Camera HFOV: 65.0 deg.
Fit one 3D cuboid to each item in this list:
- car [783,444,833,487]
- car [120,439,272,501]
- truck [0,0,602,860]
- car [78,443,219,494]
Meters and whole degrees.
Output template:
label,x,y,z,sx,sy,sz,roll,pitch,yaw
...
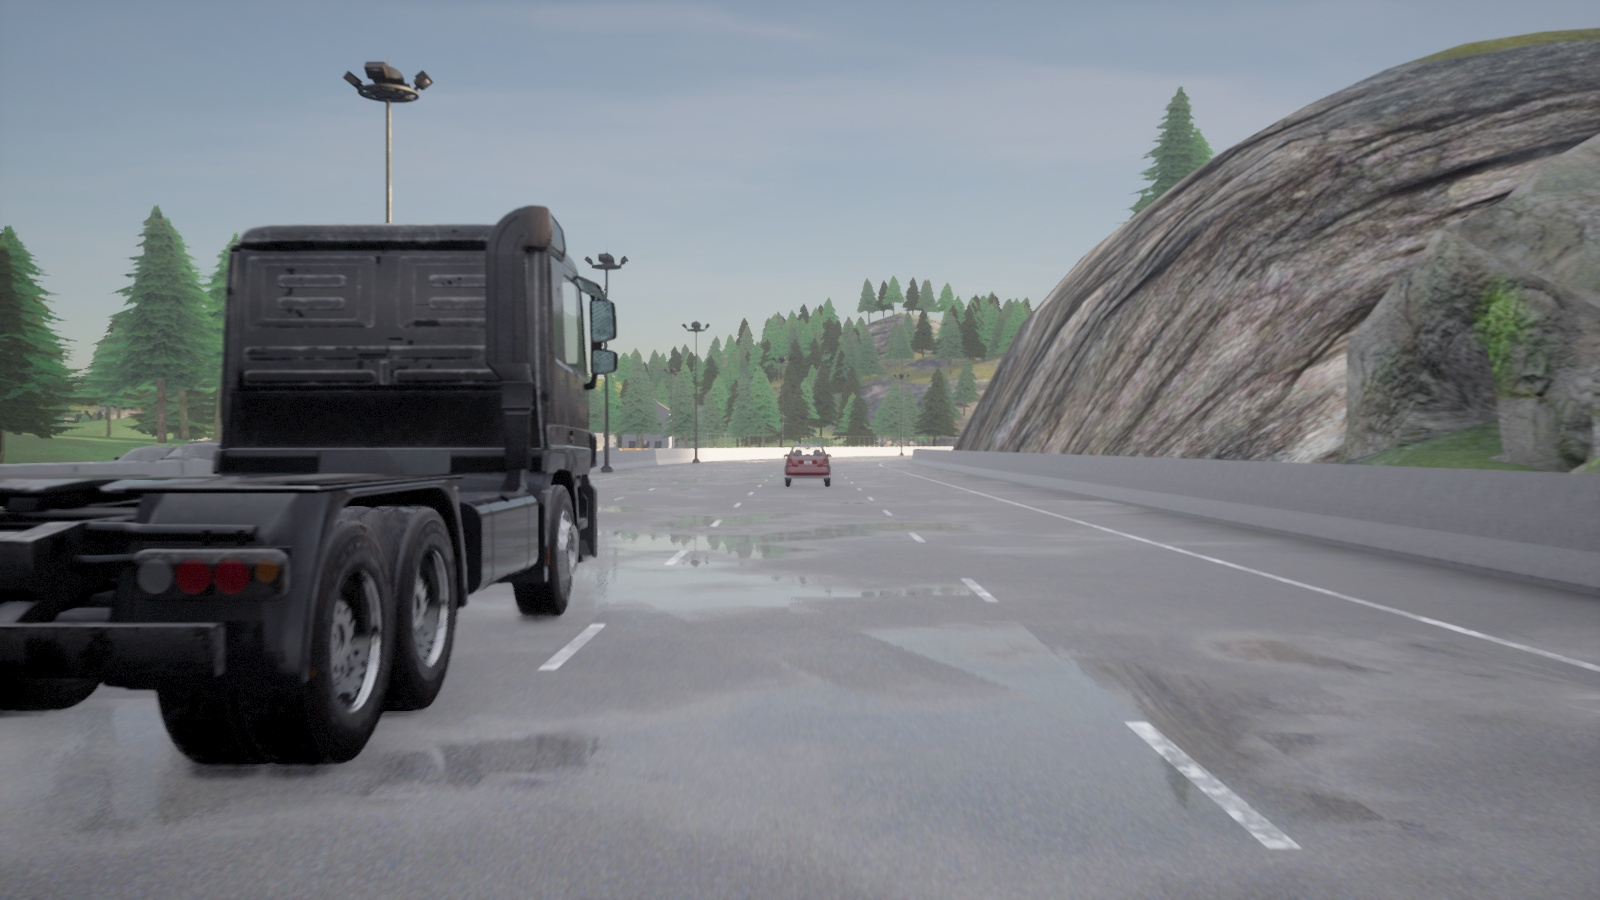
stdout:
label,x,y,z,sx,sy,sz,roll,pitch,yaw
car,0.284,0.551,46.978,1.789,1.549,3.705,0,0,0
car,-17.278,0.528,36.244,2.033,1.649,4.856,0,0,0
truck,-3.435,-0.269,8.499,2.891,3.462,7.936,0,0,0
car,-20.748,0.558,40.266,1.882,1.535,5.008,0,0,0
